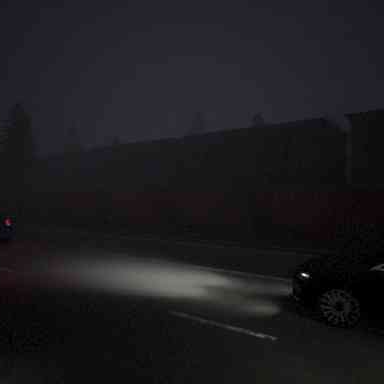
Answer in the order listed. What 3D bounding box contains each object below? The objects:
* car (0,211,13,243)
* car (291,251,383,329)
[{"bbox_3d":[-10.529,1.489,15.772,4.553,1.767,2.097,-1,0,35],"label":"car"},{"bbox_3d":[4.140,1.489,5.339,4.902,1.511,2.128,0,0,35],"label":"car"}]
